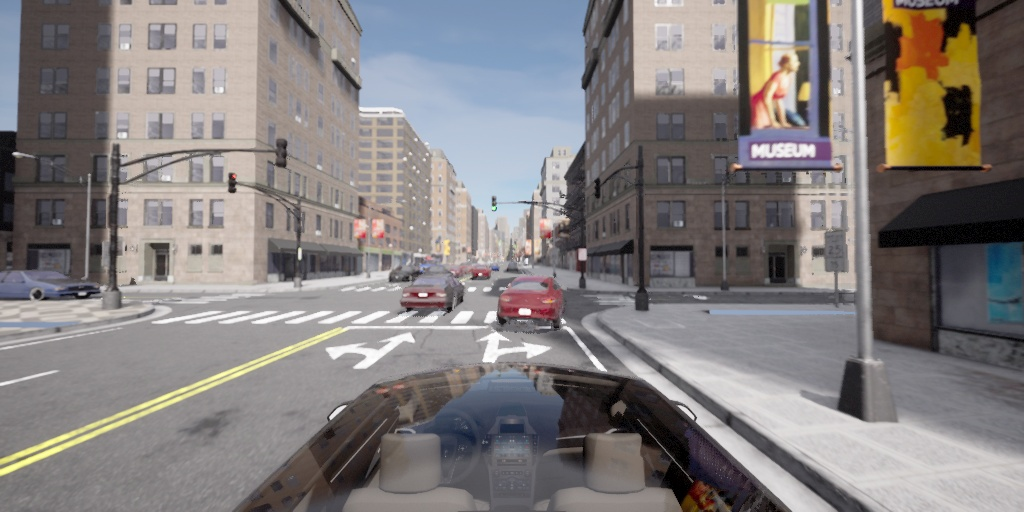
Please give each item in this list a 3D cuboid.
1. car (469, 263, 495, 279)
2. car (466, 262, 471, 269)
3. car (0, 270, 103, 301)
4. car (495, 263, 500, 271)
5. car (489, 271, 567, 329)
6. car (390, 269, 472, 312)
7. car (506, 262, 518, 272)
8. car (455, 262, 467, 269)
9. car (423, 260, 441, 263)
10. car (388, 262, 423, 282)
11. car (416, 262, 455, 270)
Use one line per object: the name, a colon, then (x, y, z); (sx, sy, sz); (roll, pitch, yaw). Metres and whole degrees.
car: (-3.132, 1.685, 37.811); (1.812, 1.442, 4.674); (0, -1, 0)
car: (-6.514, 1.651, 50.431); (2.097, 1.767, 4.553); (0, -1, 0)
car: (-22.835, 1.378, 16.974); (5.357, 1.411, 2.033); (0, -1, 2)
car: (-3.185, 2.007, 63.660); (1.994, 1.385, 4.181); (0, -1, 1)
car: (0.766, 1.368, 11.741); (1.812, 1.442, 4.674); (2, -1, 10)
car: (-3.140, 1.454, 15.139); (2.033, 1.411, 5.357); (0, -1, 0)
car: (0.052, 1.990, 62.172); (1.994, 1.385, 4.181); (0, -1, 0)
car: (-6.557, 1.716, 40.551); (1.812, 1.442, 4.674); (0, -1, 0)
car: (-9.805, 1.442, 43.312); (2.150, 2.045, 5.566); (0, -1, -1)
car: (-9.814, 1.585, 33.135); (1.882, 1.535, 5.008); (0, -1, 1)
car: (-6.564, 1.565, 31.345); (1.882, 1.535, 5.008); (0, -1, 0)
